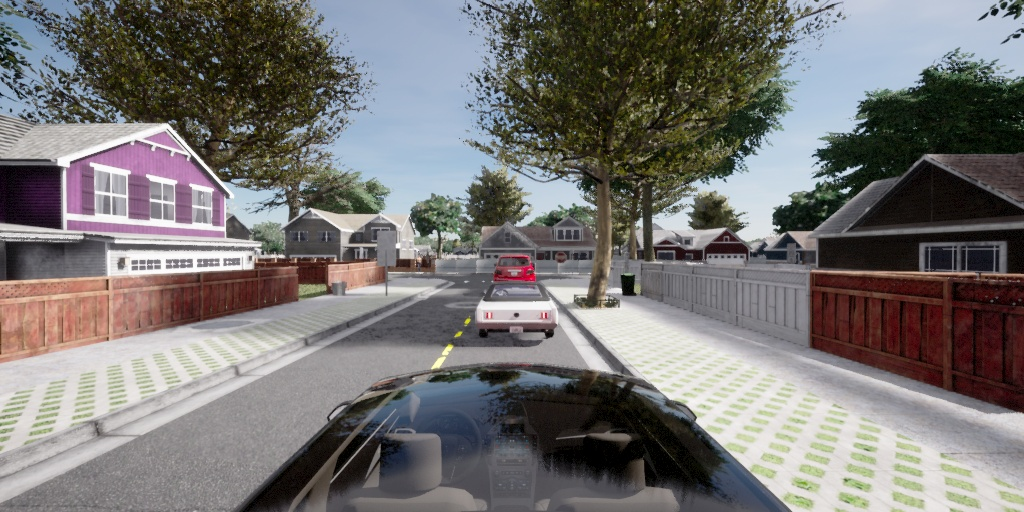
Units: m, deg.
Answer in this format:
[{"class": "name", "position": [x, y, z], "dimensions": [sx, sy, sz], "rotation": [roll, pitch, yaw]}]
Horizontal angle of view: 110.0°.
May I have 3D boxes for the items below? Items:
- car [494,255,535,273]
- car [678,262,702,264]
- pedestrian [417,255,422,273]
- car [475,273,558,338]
[{"class": "car", "position": [0.126, 0.965, 20.398], "dimensions": [2.150, 2.045, 5.566], "rotation": [0, 0, 0]}, {"class": "car", "position": [16.765, 1.287, 34.738], "dimensions": [4.902, 1.511, 2.128], "rotation": [0, 1, 0]}, {"class": "pedestrian", "position": [-9.702, 0.801, 37.420], "dimensions": [0.375, 1.860, 0.375], "rotation": [0, 0, 0]}, {"class": "car", "position": [0.112, 1.348, 10.191], "dimensions": [1.895, 1.301, 4.718], "rotation": [0, 0, 0]}]
